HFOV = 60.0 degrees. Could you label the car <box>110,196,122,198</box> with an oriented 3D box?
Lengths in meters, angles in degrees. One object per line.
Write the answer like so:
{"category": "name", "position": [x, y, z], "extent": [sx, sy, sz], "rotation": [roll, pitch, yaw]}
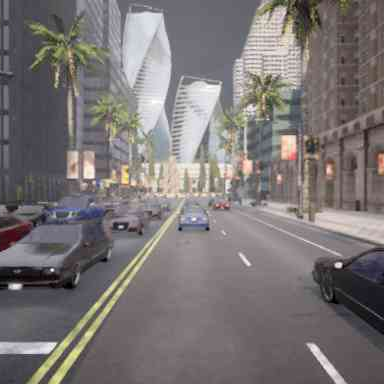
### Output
{"category": "car", "position": [-10.111, 1.343, 43.591], "extent": [2.185, 1.767, 4.553], "rotation": [0, 0, -1]}

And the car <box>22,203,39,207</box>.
{"category": "car", "position": [-10.186, 1.507, 21.660], "extent": [2.161, 1.482, 4.786], "rotation": [0, 0, -1]}

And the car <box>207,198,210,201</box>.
{"category": "car", "position": [3.410, 1.492, 51.012], "extent": [1.837, 1.490, 4.892], "rotation": [0, 0, -1]}

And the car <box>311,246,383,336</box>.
{"category": "car", "position": [3.601, 1.546, 5.039], "extent": [2.033, 1.411, 5.357], "rotation": [0, 0, 0]}

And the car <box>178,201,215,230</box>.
{"category": "car", "position": [0.104, 1.542, 20.845], "extent": [2.033, 1.411, 5.357], "rotation": [0, 0, 0]}

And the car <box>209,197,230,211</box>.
{"category": "car", "position": [3.516, 1.591, 40.958], "extent": [1.895, 1.301, 4.718], "rotation": [0, 0, -1]}

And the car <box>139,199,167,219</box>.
{"category": "car", "position": [-3.493, 1.557, 28.432], "extent": [1.994, 1.385, 4.181], "rotation": [0, 0, 0]}

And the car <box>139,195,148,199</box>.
{"category": "car", "position": [-10.411, 1.462, 72.965], "extent": [2.231, 1.521, 4.892], "rotation": [0, 0, -1]}

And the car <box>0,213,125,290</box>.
{"category": "car", "position": [-3.578, 1.545, 9.429], "extent": [2.033, 1.411, 5.357], "rotation": [0, 0, 0]}

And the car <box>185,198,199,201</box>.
{"category": "car", "position": [0.013, 1.553, 45.710], "extent": [1.994, 1.385, 4.181], "rotation": [0, 0, 0]}

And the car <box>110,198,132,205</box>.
{"category": "car", "position": [-6.990, 1.556, 30.527], "extent": [1.994, 1.385, 4.181], "rotation": [0, 0, 0]}

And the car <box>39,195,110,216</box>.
{"category": "car", "position": [-6.996, 1.216, 20.586], "extent": [2.150, 2.045, 5.566], "rotation": [0, 0, 0]}

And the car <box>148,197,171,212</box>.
{"category": "car", "position": [-3.472, 1.481, 38.874], "extent": [2.128, 1.511, 4.902], "rotation": [0, 0, 0]}

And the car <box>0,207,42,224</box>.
{"category": "car", "position": [-7.068, 1.475, 10.884], "extent": [1.882, 1.535, 5.008], "rotation": [0, 0, 0]}

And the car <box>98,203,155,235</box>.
{"category": "car", "position": [-3.521, 1.559, 18.668], "extent": [1.994, 1.385, 4.181], "rotation": [0, 0, 1]}
